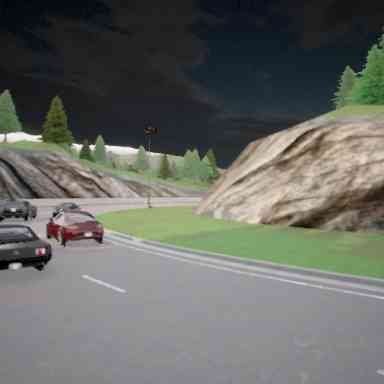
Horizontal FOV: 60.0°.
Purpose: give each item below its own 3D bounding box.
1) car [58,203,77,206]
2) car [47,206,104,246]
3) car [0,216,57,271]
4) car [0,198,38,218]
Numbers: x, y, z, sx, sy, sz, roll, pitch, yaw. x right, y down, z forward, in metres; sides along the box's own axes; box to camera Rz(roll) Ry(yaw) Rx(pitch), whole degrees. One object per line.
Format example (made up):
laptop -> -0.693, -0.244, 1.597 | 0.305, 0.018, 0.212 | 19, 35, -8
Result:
car -> -12.069, 1.731, 32.340 | 2.033, 1.411, 5.357 | 0, 0, -8
car -> -5.644, 1.619, 15.830 | 1.812, 1.442, 4.674 | 0, 0, -34
car -> -6.025, 1.652, 10.402 | 1.895, 1.301, 4.718 | 1, -1, -40
car -> -14.696, 1.496, 28.456 | 2.097, 1.767, 4.553 | 0, 0, -14
